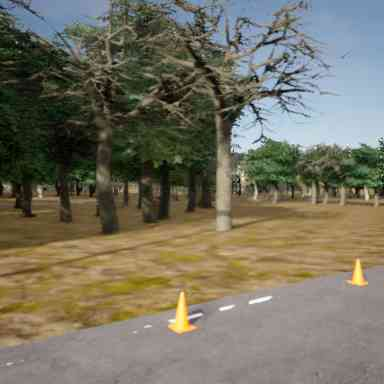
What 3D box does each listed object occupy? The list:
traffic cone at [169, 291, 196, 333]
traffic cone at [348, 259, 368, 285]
[{"bbox_3d":[-0.157,1.947,5.508,0.340,0.580,0.340,0,0,-34],"label":"traffic cone"},{"bbox_3d":[4.131,1.967,8.273,0.340,0.580,0.340,0,0,-32],"label":"traffic cone"}]
